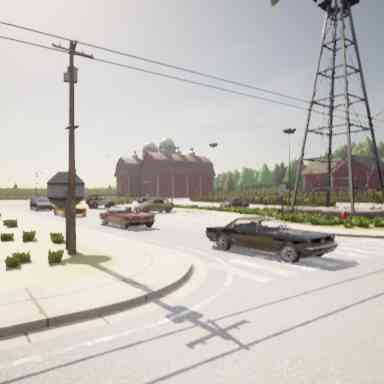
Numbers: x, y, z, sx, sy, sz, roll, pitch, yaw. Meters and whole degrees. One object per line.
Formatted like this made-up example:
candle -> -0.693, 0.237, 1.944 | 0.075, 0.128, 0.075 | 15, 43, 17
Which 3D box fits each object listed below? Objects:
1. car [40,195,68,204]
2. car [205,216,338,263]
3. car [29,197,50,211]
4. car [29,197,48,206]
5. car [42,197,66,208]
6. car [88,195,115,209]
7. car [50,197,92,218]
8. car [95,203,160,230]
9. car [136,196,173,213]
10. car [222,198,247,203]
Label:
car -> -26.834, 1.453, 64.761 | 4.611, 1.667, 2.242 | 0, 0, -36
car -> 2.700, 1.586, 12.127 | 1.895, 1.301, 4.718 | 0, 0, -40
car -> -18.205, 1.533, 40.093 | 2.033, 1.411, 5.357 | 0, 0, -36
car -> -26.652, 1.527, 57.612 | 2.033, 1.411, 5.357 | 0, 0, -37
car -> -20.474, 1.471, 49.297 | 2.128, 1.511, 4.902 | 0, 0, -37
car -> -12.512, 1.286, 45.246 | 3.866, 1.878, 1.905 | 0, 0, -36
car -> -11.282, 1.463, 30.720 | 1.882, 1.535, 5.008 | 0, 0, -36
car -> -4.204, 1.586, 21.185 | 1.895, 1.301, 4.718 | 0, 0, -37
car -> -4.077, 1.477, 34.713 | 4.193, 1.474, 1.816 | 0, 0, -36
car -> 5.589, 1.471, 43.286 | 3.905, 1.438, 1.784 | 0, 0, -36
